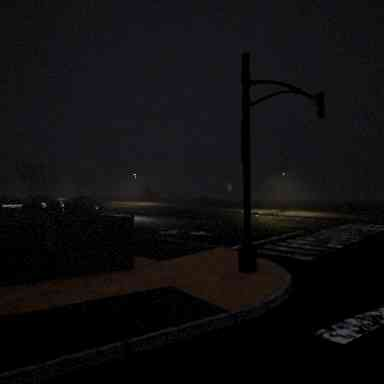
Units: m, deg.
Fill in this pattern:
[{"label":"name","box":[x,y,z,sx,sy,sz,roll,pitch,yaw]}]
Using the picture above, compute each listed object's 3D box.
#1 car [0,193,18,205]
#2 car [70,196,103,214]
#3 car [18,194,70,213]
[{"label":"car","box":[-24.518,0.900,44.582,5.357,1.411,2.033,1,2,44]},{"label":"car","box":[-10.125,1.129,30.842,4.902,1.511,2.128,1,2,43]},{"label":"car","box":[-12.951,1.023,29.034,4.553,1.767,2.097,1,2,43]}]
